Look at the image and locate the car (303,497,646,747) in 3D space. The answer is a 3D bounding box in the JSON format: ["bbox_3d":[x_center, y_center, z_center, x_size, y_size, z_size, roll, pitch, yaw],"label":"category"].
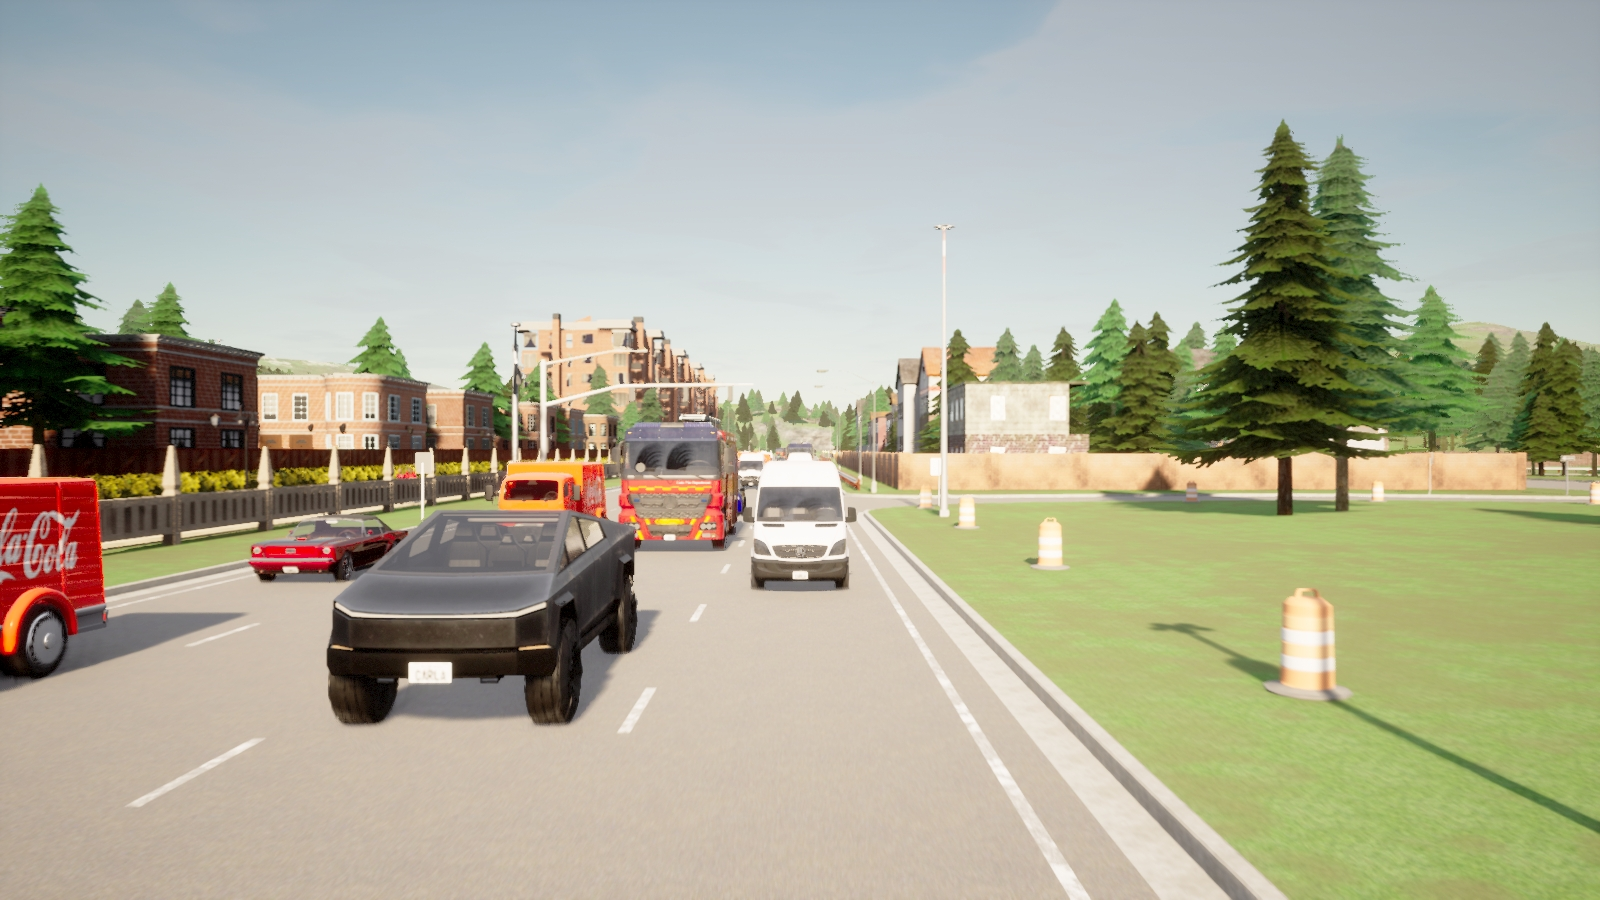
[{"bbox_3d":[-3.499,1.753,13.922,2.390,2.098,6.274,0,0,0],"label":"car"}]

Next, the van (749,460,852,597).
[{"bbox_3d":[0.005,1.534,24.895,1.988,2.561,5.915,0,0,0],"label":"van"}]

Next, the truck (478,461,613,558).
[{"bbox_3d":[-7.000,1.568,32.111,2.627,2.467,5.204,0,0,0],"label":"truck"}]

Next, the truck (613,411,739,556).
[{"bbox_3d":[-3.497,0.890,34.427,2.891,3.827,8.468,0,0,0],"label":"truck"}]

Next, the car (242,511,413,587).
[{"bbox_3d":[-10.498,2.155,25.815,1.895,1.301,4.718,0,0,0],"label":"car"}]

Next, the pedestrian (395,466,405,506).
[{"bbox_3d":[-18.970,1.701,54.198,0.375,1.860,0.375,0,0,0],"label":"pedestrian"}]

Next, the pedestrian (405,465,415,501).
[{"bbox_3d":[-20.124,1.701,58.961,0.375,1.860,0.375,0,0,0],"label":"pedestrian"}]

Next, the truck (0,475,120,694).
[{"bbox_3d":[-10.500,1.568,12.833,2.627,2.467,5.204,0,0,0],"label":"truck"}]
